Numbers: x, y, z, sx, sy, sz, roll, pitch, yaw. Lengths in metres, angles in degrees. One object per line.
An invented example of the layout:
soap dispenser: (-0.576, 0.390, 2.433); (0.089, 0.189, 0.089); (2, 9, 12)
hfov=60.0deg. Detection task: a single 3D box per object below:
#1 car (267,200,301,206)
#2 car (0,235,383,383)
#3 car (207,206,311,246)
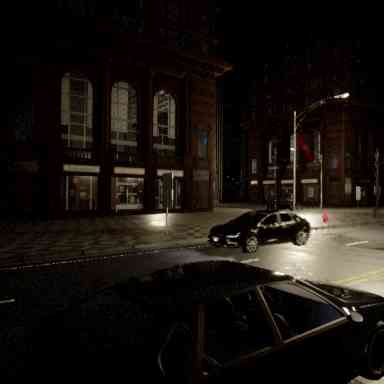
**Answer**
car: (11.565, 1.725, 41.721); (1.812, 1.442, 4.674); (1, -1, -35)
car: (0.394, 1.548, 3.723); (5.357, 1.411, 2.033); (0, 0, -36)
car: (2.855, 1.515, 13.658); (4.892, 1.490, 1.837); (0, 0, -35)
